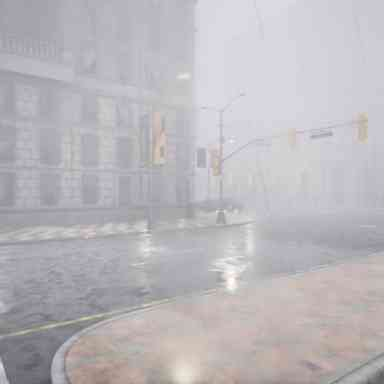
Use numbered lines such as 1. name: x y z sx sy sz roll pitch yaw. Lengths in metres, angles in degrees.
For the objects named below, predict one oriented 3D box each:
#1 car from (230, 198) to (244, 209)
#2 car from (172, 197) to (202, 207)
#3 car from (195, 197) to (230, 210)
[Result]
1. car: 4.859 1.502 44.665 1.837 1.490 4.892 0 0 -36
2. car: -0.828 1.545 52.610 2.033 1.411 5.357 0 0 -35
3. car: 2.298 1.562 42.232 1.994 1.385 4.181 0 0 -36
